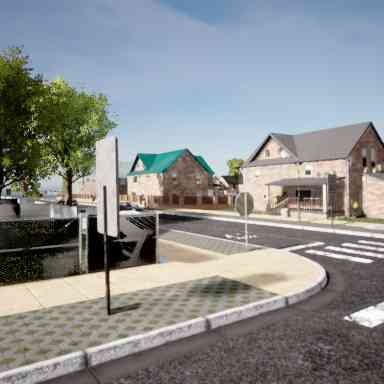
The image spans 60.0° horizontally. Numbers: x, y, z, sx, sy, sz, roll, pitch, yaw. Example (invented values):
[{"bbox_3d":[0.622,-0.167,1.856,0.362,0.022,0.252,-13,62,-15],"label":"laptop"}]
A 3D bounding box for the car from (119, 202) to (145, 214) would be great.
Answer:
[{"bbox_3d":[-5.640,1.582,28.914,1.994,1.385,4.181,-2,1,-34],"label":"car"}]

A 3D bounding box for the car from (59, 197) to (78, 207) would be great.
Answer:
[{"bbox_3d":[-17.370,1.489,46.617,2.128,1.511,4.902,-2,1,-34],"label":"car"}]
